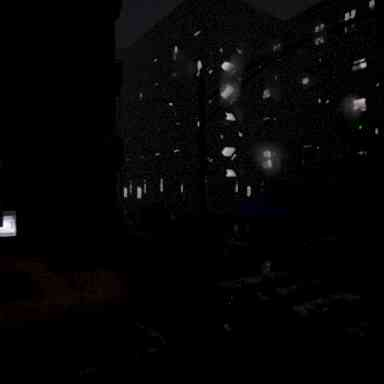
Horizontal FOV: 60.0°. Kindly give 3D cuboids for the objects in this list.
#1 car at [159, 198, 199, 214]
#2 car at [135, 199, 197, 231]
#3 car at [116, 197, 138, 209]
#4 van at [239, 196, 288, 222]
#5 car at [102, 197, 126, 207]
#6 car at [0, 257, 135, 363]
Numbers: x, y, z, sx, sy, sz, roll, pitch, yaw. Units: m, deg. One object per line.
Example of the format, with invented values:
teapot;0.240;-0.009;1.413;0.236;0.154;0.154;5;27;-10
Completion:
car;-1.440;1.384;34.513;1.752;1.417;4.829;-1;0;-36
car;-1.473;1.404;20.304;1.967;1.590;4.097;-1;0;-36
car;-7.997;1.397;43.534;1.887;1.381;4.507;-1;0;-36
van;5.316;1.214;25.214;1.690;1.788;3.998;-1;0;-36
car;-11.325;1.397;48.114;1.887;1.381;4.507;-1;0;-36
car;-3.171;1.526;4.304;4.829;1.417;1.752;0;0;-36
